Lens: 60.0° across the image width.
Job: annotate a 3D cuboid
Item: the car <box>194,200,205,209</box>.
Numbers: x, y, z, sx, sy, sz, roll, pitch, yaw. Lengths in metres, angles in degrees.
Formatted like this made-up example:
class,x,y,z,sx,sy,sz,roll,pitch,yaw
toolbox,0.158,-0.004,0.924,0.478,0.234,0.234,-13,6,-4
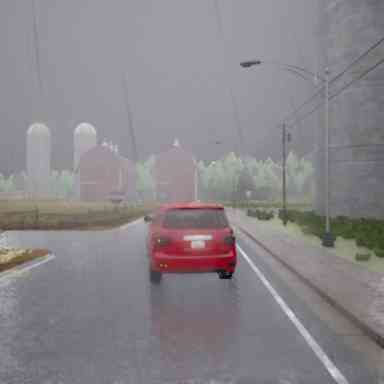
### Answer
class,x,y,z,sx,sy,sz,roll,pitch,yaw
car,1.319,2.129,58.915,1.812,1.442,4.674,0,-1,2

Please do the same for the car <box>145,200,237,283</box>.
class,x,y,z,sx,sy,sz,roll,pitch,yaw
car,-0.257,1.326,10.238,2.150,2.045,5.566,0,-1,-8
